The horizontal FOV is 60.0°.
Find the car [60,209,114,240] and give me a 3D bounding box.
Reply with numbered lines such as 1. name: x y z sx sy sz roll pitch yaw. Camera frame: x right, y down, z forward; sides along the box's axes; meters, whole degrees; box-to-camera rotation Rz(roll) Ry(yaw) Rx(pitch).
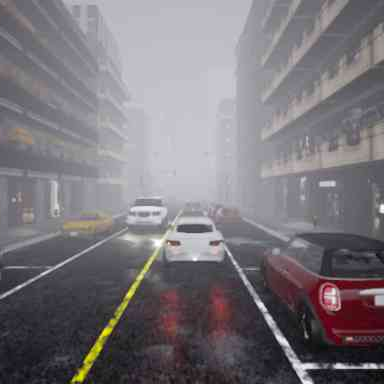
1. car: -5.326 1.583 17.412 1.752 1.417 4.829 -1 0 0

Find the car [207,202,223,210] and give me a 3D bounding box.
1. car: 2.553 1.641 28.991 1.887 1.381 4.507 -1 0 0

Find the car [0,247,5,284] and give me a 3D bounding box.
1. car: -5.325 1.587 6.279 1.947 1.339 4.313 -1 0 0

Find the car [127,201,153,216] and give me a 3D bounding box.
1. car: -5.327 1.664 34.536 2.008 1.369 4.403 -1 0 0

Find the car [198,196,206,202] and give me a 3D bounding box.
1. car: 2.549 1.837 89.530 2.008 1.369 4.403 -1 0 0

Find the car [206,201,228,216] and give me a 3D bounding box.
1. car: 2.553 1.680 34.655 1.947 1.339 4.313 -1 0 0

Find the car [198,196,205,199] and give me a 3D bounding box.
1. car: 2.549 1.852 83.991 1.802 1.307 4.206 -1 0 0

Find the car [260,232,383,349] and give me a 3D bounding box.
1. car: 2.554 1.462 6.334 1.967 1.590 4.097 -1 0 0

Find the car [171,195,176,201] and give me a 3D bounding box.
1. car: -5.335 1.601 89.590 2.192 1.841 5.009 -1 0 0

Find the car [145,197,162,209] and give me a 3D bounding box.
1. car: -5.459 1.595 47.612 1.967 1.590 4.097 -1 0 0

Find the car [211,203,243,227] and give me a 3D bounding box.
1. car: 2.554 1.660 23.326 1.802 1.307 4.206 -1 0 0

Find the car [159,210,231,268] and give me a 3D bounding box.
1. car: 0.088 1.563 11.343 1.812 1.442 4.674 0 0 0

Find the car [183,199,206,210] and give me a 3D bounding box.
1. car: 0.096 1.653 32.190 2.033 1.411 5.357 0 0 0

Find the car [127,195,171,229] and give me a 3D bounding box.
1. car: -2.852 1.296 22.427 2.150 2.045 5.566 0 0 0
